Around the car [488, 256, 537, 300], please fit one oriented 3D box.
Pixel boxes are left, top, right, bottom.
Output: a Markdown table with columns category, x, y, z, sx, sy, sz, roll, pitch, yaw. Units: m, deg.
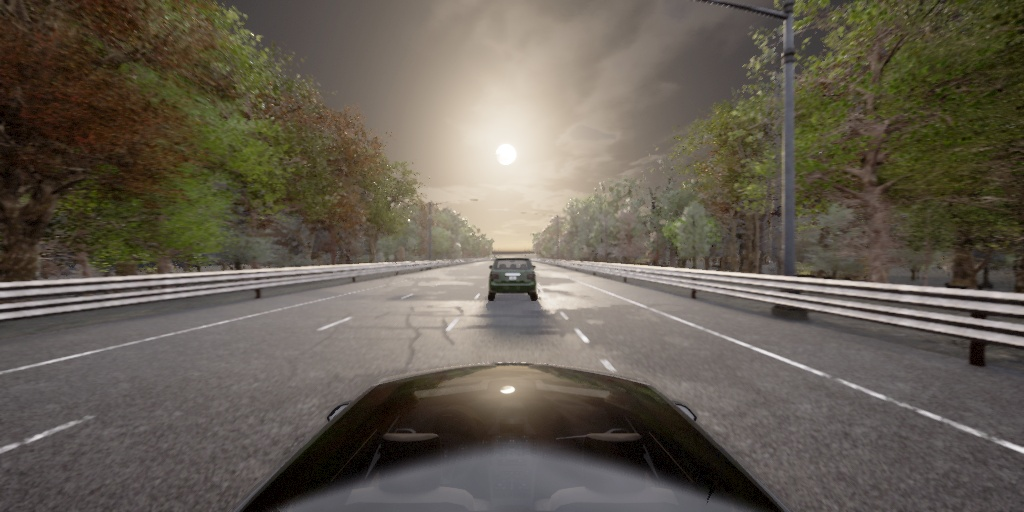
| category | x | y | z | sx | sy | sz | roll | pitch | yaw |
| --- | --- | --- | --- | --- | --- | --- | --- | --- | --- |
| car | 0.027 | 1.035 | 17.860 | 2.150 | 2.045 | 5.566 | 0 | 0 | 0 |
